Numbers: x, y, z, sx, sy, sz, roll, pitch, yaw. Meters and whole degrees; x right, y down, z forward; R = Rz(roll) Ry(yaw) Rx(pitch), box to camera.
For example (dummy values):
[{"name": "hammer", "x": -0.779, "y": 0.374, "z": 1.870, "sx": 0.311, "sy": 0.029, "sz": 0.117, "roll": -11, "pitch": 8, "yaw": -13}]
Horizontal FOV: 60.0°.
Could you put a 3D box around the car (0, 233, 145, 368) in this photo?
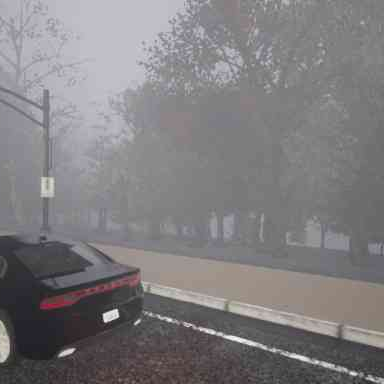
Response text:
[{"name": "car", "x": -3.051, "y": 1.476, "z": 5.855, "sx": 5.008, "sy": 1.535, "sz": 1.882, "roll": 0, "pitch": 0, "yaw": 37}]
